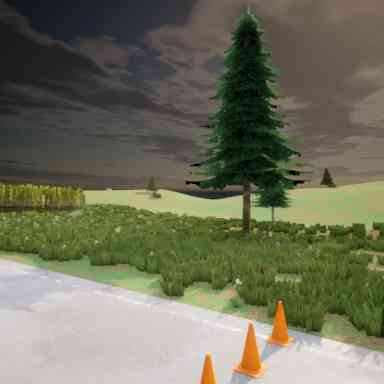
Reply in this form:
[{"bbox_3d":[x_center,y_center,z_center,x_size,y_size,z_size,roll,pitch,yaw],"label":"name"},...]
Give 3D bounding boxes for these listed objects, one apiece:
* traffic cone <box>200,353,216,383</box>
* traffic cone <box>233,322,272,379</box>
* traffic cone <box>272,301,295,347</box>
[{"bbox_3d":[0.167,1.955,3.415,0.340,0.580,0.340,0,0,36],"label":"traffic cone"},{"bbox_3d":[0.751,1.955,4.226,0.340,0.580,0.340,0,0,36],"label":"traffic cone"},{"bbox_3d":[1.336,1.955,5.038,0.340,0.580,0.340,0,0,36],"label":"traffic cone"}]
